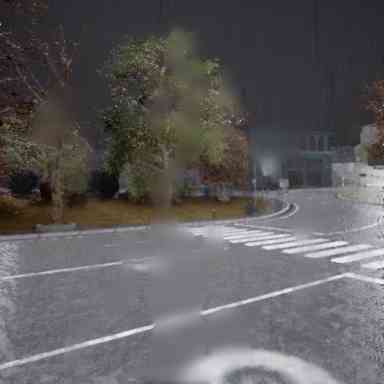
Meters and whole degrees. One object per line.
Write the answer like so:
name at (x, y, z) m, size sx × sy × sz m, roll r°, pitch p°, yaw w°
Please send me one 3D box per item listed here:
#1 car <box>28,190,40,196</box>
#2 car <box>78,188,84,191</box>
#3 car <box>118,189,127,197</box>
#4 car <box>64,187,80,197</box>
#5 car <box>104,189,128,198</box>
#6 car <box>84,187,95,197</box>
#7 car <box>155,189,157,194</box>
car at (-37.770, 0.113, 81.930) m, size 2.097 × 1.535 × 5.008 m, roll 0°, pitch 2°, yaw 19°
car at (-21.448, 0.352, 68.997) m, size 2.163 × 1.488 × 4.792 m, roll -1°, pitch 2°, yaw 17°
car at (-11.968, 0.127, 61.816) m, size 2.185 × 1.767 × 4.553 m, roll -2°, pitch 1°, yaw 16°
car at (-23.809, 0.063, 70.805) m, size 2.435 × 2.045 × 5.566 m, roll 0°, pitch 2°, yaw 18°
car at (-14.380, 0.288, 63.445) m, size 1.946 × 1.575 × 5.366 m, roll -1°, pitch 2°, yaw 17°
car at (-19.076, 0.193, 67.242) m, size 2.185 × 1.767 × 4.553 m, roll -1°, pitch 2°, yaw 17°
car at (-7.185, -0.079, 58.284) m, size 2.435 × 2.045 × 5.566 m, roll -1°, pitch 2°, yaw 16°
